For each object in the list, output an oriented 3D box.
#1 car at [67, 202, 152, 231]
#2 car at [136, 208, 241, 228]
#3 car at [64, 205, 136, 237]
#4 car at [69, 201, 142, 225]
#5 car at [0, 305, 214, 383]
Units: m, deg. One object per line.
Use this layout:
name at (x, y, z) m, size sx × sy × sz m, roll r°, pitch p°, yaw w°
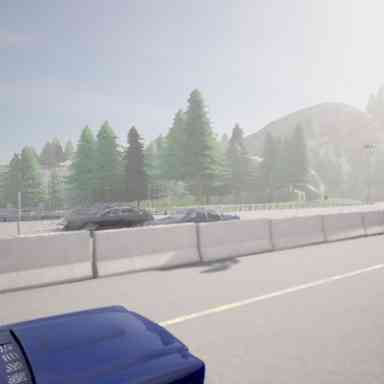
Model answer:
car at (-5.307, 1.492, 21.619) m, size 4.902 × 1.511 × 2.128 m, roll 0°, pitch 0°, yaw -35°
car at (0.167, 1.547, 16.902) m, size 5.357 × 1.411 × 2.033 m, roll 0°, pitch 0°, yaw -35°
car at (-4.388, 1.491, 17.992) m, size 4.902 × 1.511 × 2.128 m, roll 0°, pitch 0°, yaw -35°
car at (-6.487, 1.492, 25.062) m, size 4.902 × 1.511 × 2.128 m, roll 0°, pitch 0°, yaw -35°
car at (-2.137, 1.601, 2.221) m, size 4.718 × 1.301 × 1.895 m, roll 0°, pitch 0°, yaw -35°
